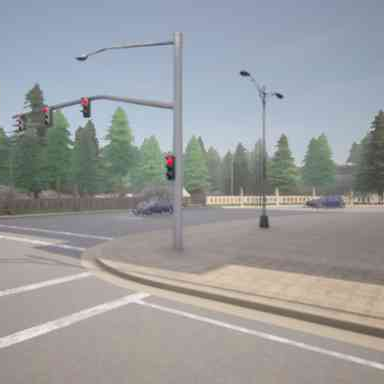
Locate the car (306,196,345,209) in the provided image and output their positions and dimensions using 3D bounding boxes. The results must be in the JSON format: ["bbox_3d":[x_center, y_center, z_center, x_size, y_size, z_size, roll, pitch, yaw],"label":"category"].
[{"bbox_3d":[17.470,1.291,43.425,4.553,1.767,2.097,0,0,-12],"label":"car"}]

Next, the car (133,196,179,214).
[{"bbox_3d":[-3.787,1.287,35.410,4.553,1.767,2.097,0,0,-44],"label":"car"}]

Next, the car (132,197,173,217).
[{"bbox_3d":[-3.369,1.461,30.865,1.812,1.442,4.674,0,0,42],"label":"car"}]

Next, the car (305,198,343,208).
[{"bbox_3d":[18.690,1.541,47.290,4.718,1.301,1.895,0,0,-11],"label":"car"}]
